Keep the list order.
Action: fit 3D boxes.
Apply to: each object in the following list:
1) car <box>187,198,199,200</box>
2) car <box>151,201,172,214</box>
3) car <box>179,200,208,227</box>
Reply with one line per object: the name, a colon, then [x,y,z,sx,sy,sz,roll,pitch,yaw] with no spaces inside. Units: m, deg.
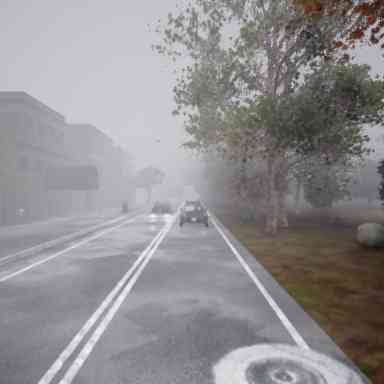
car: [0.119,1.491,41.667,1.882,1.535,5.008,0,0,0]
car: [-3.259,1.615,35.974,1.895,1.301,4.718,0,0,1]
car: [0.112,1.539,22.916,1.812,1.442,4.674,0,0,0]
